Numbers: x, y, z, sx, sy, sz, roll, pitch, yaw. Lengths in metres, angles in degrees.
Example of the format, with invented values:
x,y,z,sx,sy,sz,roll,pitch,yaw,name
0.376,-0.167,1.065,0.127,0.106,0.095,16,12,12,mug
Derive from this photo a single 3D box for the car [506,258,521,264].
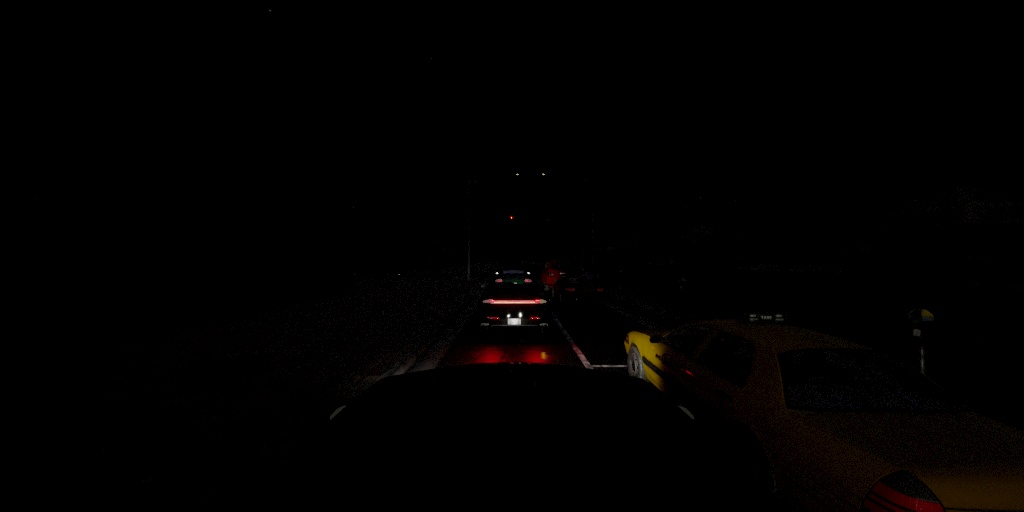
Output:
x,y,z,sx,sy,sz,roll,pitch,yaw,name
0.173,1.350,59.317,1.837,1.490,4.892,0,0,0,car

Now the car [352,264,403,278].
x,y,z,sx,sy,sz,roll,pitch,yaw,name
-12.208,1.343,31.807,4.718,1.301,1.895,0,-1,0,car

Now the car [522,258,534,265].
x,y,z,sx,sy,sz,roll,pitch,yaw,name
2.699,1.356,46.648,1.888,1.381,4.507,0,0,0,car

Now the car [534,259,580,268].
x,y,z,sx,sy,sz,roll,pitch,yaw,name
2.663,1.076,20.219,2.192,1.841,5.009,0,0,0,car

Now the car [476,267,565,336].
x,y,z,sx,sy,sz,roll,pitch,yaw,name
0.077,1.245,10.393,2.128,1.511,4.902,0,0,1,car

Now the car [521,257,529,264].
x,y,z,sx,sy,sz,roll,pitch,yaw,name
2.721,1.403,62.960,1.888,1.381,4.507,0,0,0,car

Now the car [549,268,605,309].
x,y,z,sx,sy,sz,roll,pitch,yaw,name
2.656,1.338,14.770,1.802,1.307,4.207,0,0,0,car

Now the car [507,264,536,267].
x,y,z,sx,sy,sz,roll,pitch,yaw,name
0.053,1.325,19.337,1.994,1.385,4.181,0,0,-1,car

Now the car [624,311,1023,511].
x,y,z,sx,sy,sz,roll,pitch,yaw,name
2.642,1.276,4.042,1.751,1.417,4.829,0,0,0,car
